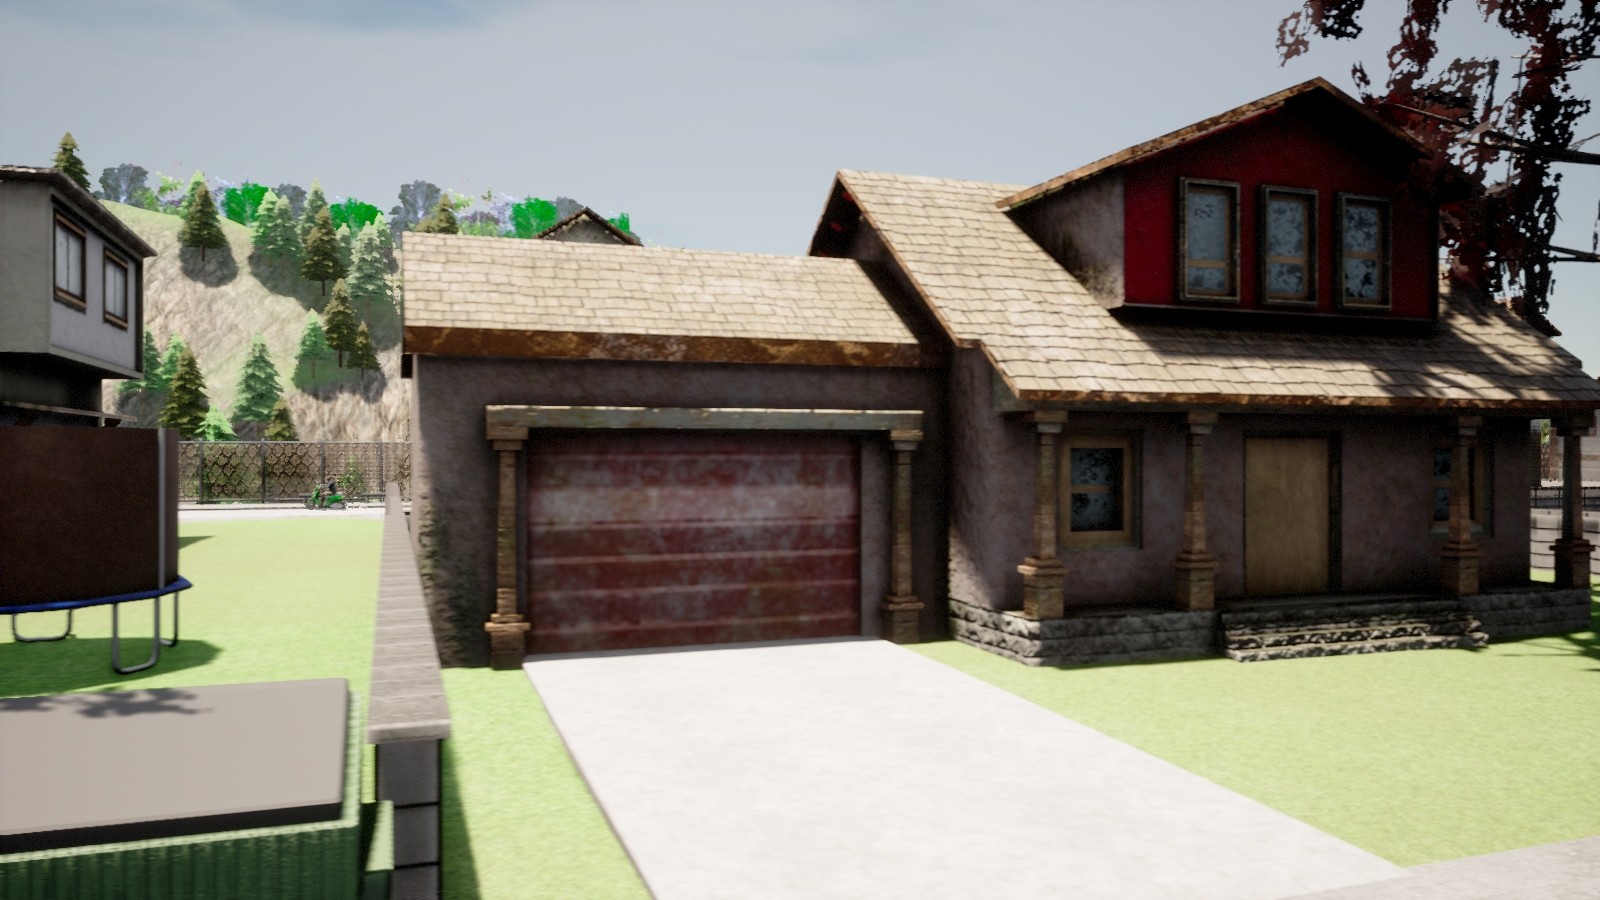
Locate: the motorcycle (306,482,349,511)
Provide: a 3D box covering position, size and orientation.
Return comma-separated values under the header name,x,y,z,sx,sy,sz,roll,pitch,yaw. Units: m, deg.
name,x,y,z,sx,sy,sz,roll,pitch,yaw
motorcycle,-21.857,2.141,52.833,1.805,1.316,0.856,0,0,-20
